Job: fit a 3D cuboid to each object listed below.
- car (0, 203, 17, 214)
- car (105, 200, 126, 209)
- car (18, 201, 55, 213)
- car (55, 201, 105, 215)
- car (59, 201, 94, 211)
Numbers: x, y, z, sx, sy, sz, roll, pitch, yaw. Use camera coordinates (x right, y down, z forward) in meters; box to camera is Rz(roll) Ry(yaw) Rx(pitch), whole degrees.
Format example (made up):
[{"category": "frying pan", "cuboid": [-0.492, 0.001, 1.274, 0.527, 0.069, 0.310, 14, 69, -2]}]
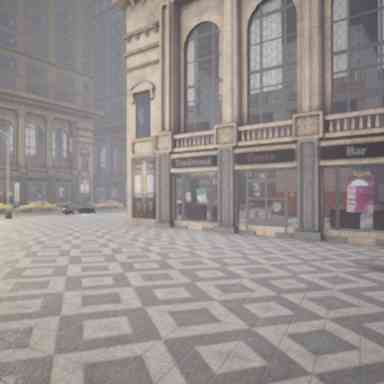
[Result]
[{"category": "car", "cuboid": [-22.426, 1.721, 36.784, 1.752, 1.417, 4.829, -1, -1, 36]}, {"category": "car", "cuboid": [-12.726, 1.938, 50.280, 1.752, 1.417, 4.829, -1, -1, 36]}, {"category": "car", "cuboid": [-19.193, 1.795, 41.283, 1.752, 1.417, 4.829, -1, -1, 36]}, {"category": "car", "cuboid": [-12.166, 1.814, 36.451, 1.947, 1.339, 4.313, -1, -1, 36]}, {"category": "car", "cuboid": [-15.860, 1.910, 45.919, 1.947, 1.339, 4.313, -1, -1, 36]}]
